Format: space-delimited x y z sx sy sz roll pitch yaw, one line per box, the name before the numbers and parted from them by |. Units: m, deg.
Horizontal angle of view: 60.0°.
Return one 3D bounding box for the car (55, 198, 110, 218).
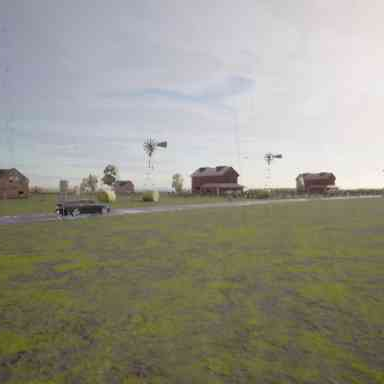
car | -9.324 1.318 28.703 1.837 1.490 4.892 0 1 36
